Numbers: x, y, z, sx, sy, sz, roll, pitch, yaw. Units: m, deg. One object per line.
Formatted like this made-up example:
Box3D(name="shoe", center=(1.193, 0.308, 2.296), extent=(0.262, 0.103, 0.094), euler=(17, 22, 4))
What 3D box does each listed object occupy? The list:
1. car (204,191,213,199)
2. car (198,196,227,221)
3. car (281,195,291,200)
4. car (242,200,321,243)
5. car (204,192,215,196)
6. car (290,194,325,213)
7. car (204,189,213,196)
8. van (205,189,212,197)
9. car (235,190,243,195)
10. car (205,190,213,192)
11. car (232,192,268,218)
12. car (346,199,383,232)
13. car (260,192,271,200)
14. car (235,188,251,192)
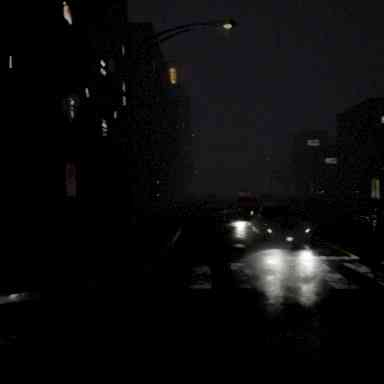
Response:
Box3D(name="car", center=(3.484, 0.547, 68.509), extent=(1.752, 1.417, 4.829), euler=(-1, 1, 3))
Box3D(name="car", center=(1.445, 1.204, 23.157), extent=(2.008, 1.369, 4.403), euler=(-1, 1, 3))
Box3D(name="car", center=(10.329, 0.918, 34.172), extent=(2.008, 1.369, 4.403), euler=(-1, 1, 3))
Box3D(name="car", center=(3.666, 1.283, 14.737), extent=(2.033, 1.411, 5.357), euler=(-1, 1, 3))
Box3D(name="car", center=(1.957, 1.042, 34.538), extent=(2.008, 1.369, 4.403), euler=(-1, 1, 3))
Box3D(name="car", center=(10.073, 1.030, 28.482), extent=(1.802, 1.307, 4.206), euler=(-1, 1, 3))
Box3D(name="car", center=(4.253, 0.109, 85.746), extent=(2.192, 1.841, 5.009), euler=(-1, 1, 3))
Box3D(name="van", center=(3.999, 0.210, 80.058), extent=(1.690, 1.788, 3.998), euler=(-1, 1, 3))
Box3D(name="car", center=(12.887, 0.178, 91.077), extent=(1.802, 1.307, 4.206), euler=(-1, 1, 3))
Box3D(name="car", center=(2.716, 0.779, 51.439), extent=(1.752, 1.417, 4.829), euler=(-1, 1, 3))
Box3D(name="car", center=(4.128, 1.064, 25.057), extent=(1.882, 1.535, 5.008), euler=(-1, 1, 2))
Box3D(name="car", center=(9.559, 1.052, 17.099), extent=(1.967, 1.590, 4.097), euler=(-1, 1, 3))
Box3D(name="car", center=(11.096, 0.679, 51.243), extent=(2.008, 1.369, 4.403), euler=(-1, 1, 3))
Box3D(name="car", center=(8.699, 0.326, 55.882), extent=(2.150, 2.045, 5.566), euler=(-1, 1, 3))
